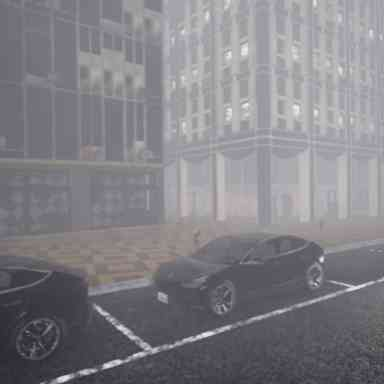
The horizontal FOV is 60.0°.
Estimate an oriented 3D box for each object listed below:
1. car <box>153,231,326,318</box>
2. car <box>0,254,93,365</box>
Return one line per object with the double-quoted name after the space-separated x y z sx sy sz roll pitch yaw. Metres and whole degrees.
1.232 1.579 7.414 4.313 1.339 1.947 0 -1 -35 "car"
-3.486 1.565 4.257 4.313 1.339 1.947 0 -1 -35 "car"
